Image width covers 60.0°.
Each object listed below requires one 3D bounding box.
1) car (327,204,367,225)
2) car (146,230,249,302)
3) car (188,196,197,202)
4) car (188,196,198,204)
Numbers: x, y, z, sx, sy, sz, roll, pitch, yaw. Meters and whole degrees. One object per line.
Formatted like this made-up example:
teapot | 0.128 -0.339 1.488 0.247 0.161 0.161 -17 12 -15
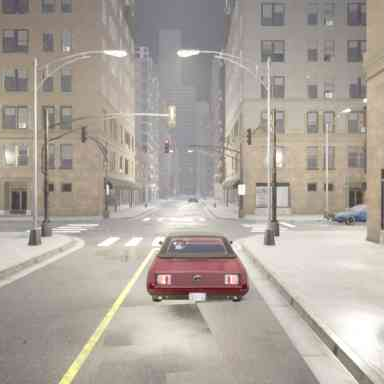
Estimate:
car | 12.198 1.512 22.804 5.357 1.411 2.033 0 0 3
car | 0.093 1.601 8.214 1.895 1.301 4.718 0 0 0
car | 0.098 1.567 75.127 1.895 1.301 4.718 0 0 0
car | 0.180 1.507 65.198 1.812 1.442 4.674 0 0 0
